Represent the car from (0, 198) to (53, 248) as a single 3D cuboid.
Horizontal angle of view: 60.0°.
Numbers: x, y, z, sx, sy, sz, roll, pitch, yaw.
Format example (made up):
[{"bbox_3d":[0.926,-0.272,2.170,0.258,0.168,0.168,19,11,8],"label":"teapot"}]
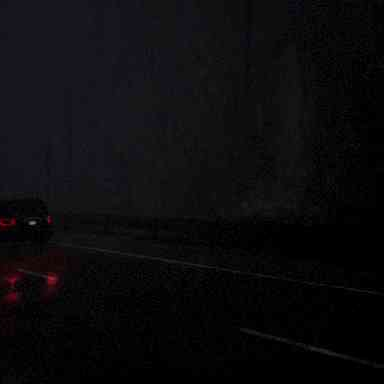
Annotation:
[{"bbox_3d":[-8.155,1.255,14.063,5.566,2.045,2.150,0,0,36],"label":"car"}]
